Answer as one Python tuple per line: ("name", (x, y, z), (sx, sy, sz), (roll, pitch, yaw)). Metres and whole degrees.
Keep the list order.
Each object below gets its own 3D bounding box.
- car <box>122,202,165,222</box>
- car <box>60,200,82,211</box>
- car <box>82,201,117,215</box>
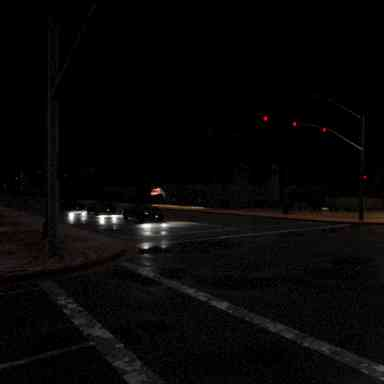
("car", (-3.950, 1.525, 26.246), (1.812, 1.442, 4.674), (0, 0, -36))
("car", (-15.029, 1.600, 41.764), (1.895, 1.301, 4.718), (0, 0, -35))
("car", (-9.185, 1.563, 33.559), (1.994, 1.385, 4.181), (0, 0, -35))
